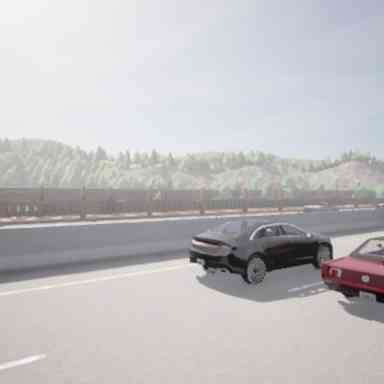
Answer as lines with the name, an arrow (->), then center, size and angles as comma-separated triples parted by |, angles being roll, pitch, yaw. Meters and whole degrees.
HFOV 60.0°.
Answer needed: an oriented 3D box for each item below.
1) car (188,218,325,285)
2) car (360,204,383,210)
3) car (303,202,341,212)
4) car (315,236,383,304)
car -> 2.169, 1.528, 9.670 | 4.902, 1.511, 2.128 | 0, 0, -36
car -> 16.794, 1.757, 29.630 | 4.718, 1.301, 1.895 | 0, 0, -37
car -> 14.222, 1.766, 36.458 | 4.718, 1.301, 1.895 | 0, 0, -37
car -> 5.016, 1.643, 7.411 | 4.718, 1.301, 1.895 | 0, 0, -36
